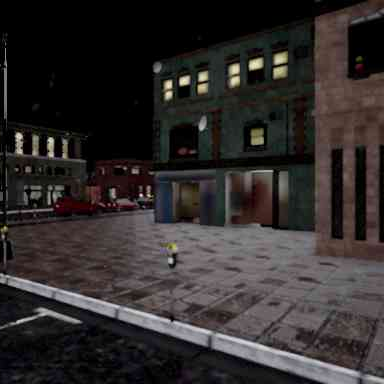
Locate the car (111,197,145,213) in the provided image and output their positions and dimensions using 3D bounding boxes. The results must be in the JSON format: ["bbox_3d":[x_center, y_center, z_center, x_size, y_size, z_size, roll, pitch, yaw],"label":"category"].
[{"bbox_3d":[-7.550,1.403,36.265,1.967,1.590,4.097,1,1,34],"label":"car"}]

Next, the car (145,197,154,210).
[{"bbox_3d":[-4.411,1.447,40.836,2.008,1.369,4.403,1,1,34],"label":"car"}]

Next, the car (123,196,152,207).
[{"bbox_3d":[-8.187,1.400,50.140,1.947,1.339,4.313,1,1,34],"label":"car"}]

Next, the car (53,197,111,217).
[{"bbox_3d":[-10.688,1.344,31.694,2.192,1.841,5.009,1,1,34],"label":"car"}]
